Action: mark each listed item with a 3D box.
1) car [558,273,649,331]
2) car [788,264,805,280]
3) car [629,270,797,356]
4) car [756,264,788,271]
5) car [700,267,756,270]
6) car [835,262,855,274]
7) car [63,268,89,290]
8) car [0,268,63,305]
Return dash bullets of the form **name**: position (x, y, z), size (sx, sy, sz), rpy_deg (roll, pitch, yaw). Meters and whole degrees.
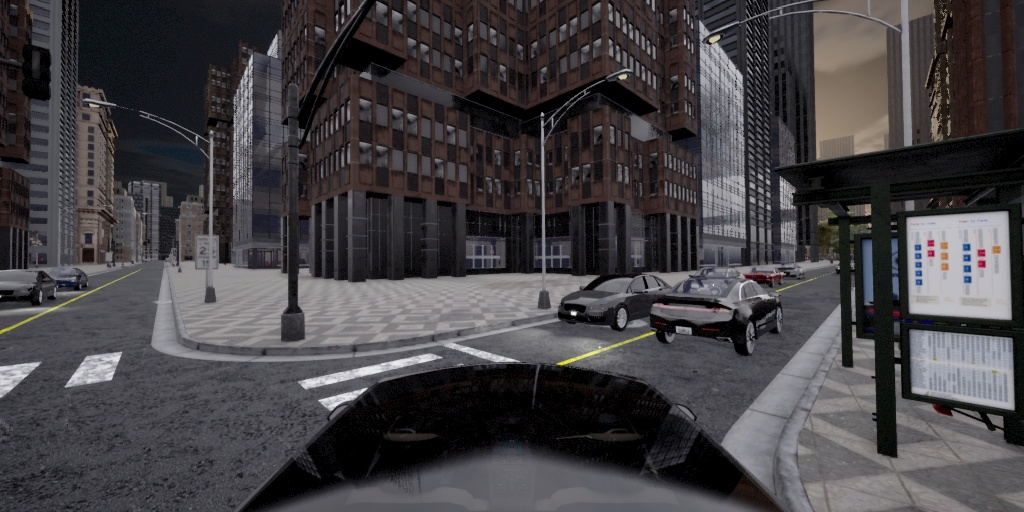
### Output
- **car**: position (3.477, 1.320, 11.436), size (4.892, 1.490, 1.837), rpy_deg (0, -1, -42)
- **car**: position (24.591, 1.373, 31.867), size (4.181, 1.385, 1.994), rpy_deg (0, -1, -44)
- **car**: position (5.121, 1.251, 8.753), size (4.902, 1.511, 2.128), rpy_deg (0, -1, -44)
- **car**: position (17.377, 1.413, 24.928), size (4.718, 1.301, 1.895), rpy_deg (0, -1, -44)
- **car**: position (10.261, 1.305, 18.047), size (4.902, 1.511, 2.128), rpy_deg (0, -1, -44)
- **car**: position (37.459, 1.350, 39.944), size (4.718, 1.301, 1.895), rpy_deg (0, -1, -44)
- **car**: position (-29.624, 1.495, 23.690), size (2.033, 1.411, 5.357), rpy_deg (0, -1, -44)
- **car**: position (-22.362, 1.399, 16.171), size (1.837, 1.490, 4.892), rpy_deg (0, -1, -44)
